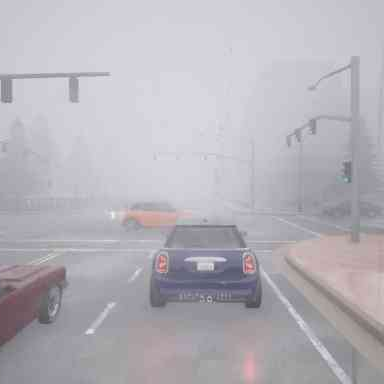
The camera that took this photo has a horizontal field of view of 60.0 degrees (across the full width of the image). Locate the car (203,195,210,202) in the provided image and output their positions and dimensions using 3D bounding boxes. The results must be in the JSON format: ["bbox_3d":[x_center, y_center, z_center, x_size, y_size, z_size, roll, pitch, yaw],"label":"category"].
[{"bbox_3d":[3.076,1.549,73.619,1.994,1.385,4.181,0,0,2],"label":"car"}]

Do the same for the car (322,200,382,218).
[{"bbox_3d":[14.115,1.505,29.515,4.892,1.490,1.837,0,0,4],"label":"car"}]

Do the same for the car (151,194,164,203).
[{"bbox_3d":[-7.490,1.355,72.076,2.097,1.767,4.553,0,0,2],"label":"car"}]

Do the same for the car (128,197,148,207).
[{"bbox_3d":[-8.347,1.491,51.835,2.128,1.511,4.902,0,0,2],"label":"car"}]

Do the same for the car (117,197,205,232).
[{"bbox_3d":[-1.681,1.352,19.343,4.553,1.767,2.097,0,0,2],"label":"car"}]

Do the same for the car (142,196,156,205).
[{"bbox_3d":[-7.938,1.505,61.921,1.837,1.490,4.892,0,0,3],"label":"car"}]

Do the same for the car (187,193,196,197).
[{"bbox_3d":[-0.459,1.520,72.755,1.812,1.442,4.674,0,0,2],"label":"car"}]

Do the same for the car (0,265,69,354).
[{"bbox_3d":[-3.307,1.601,4.216,1.895,1.301,4.718,0,0,2],"label":"car"}]

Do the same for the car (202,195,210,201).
[{"bbox_3d":[3.404,1.475,82.324,1.882,1.535,5.008,0,0,2],"label":"car"}]

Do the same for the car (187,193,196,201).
[{"bbox_3d":[-0.092,1.223,82.486,2.150,2.045,5.566,0,0,2],"label":"car"}]

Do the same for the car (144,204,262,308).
[{"bbox_3d":[0.305,1.352,8.090,2.097,1.767,4.553,0,0,2],"label":"car"}]

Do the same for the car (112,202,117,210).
[{"bbox_3d":[-8.705,1.601,42.530,1.895,1.301,4.718,0,0,2],"label":"car"}]

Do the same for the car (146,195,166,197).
[{"bbox_3d":[-5.078,1.491,45.797,2.128,1.511,4.902,0,0,2],"label":"car"}]
